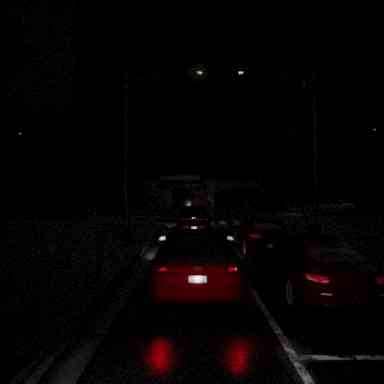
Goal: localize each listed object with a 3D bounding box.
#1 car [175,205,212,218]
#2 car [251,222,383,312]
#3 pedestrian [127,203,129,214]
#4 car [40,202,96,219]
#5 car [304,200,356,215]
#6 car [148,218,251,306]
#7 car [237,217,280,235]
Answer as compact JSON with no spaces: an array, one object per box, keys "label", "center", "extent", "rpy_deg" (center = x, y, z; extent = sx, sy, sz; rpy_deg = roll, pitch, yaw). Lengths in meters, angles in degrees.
[{"label":"car","center":[0.082,1.533,19.075],"extent":[1.837,1.490,4.892],"rpy_deg":[0,0,-1]},{"label":"car","center":[2.668,1.591,7.451],"extent":[1.802,1.307,4.206],"rpy_deg":[1,0,0]},{"label":"pedestrian","center":[-6.746,1.714,34.985],"extent":[0.500,1.100,0.500],"rpy_deg":[0,-1,0]},{"label":"car","center":[-10.820,1.644,29.152],"extent":[4.674,1.442,1.812],"rpy_deg":[-1,-1,0]},{"label":"car","center":[13.184,1.470,31.951],"extent":[4.674,1.442,1.812],"rpy_deg":[-1,-1,0]},{"label":"car","center":[0.109,1.574,8.112],"extent":[1.994,1.385,4.181],"rpy_deg":[0,0,0]},{"label":"car","center":[2.680,1.599,12.890],"extent":[1.802,1.307,4.206],"rpy_deg":[1,0,0]}]
